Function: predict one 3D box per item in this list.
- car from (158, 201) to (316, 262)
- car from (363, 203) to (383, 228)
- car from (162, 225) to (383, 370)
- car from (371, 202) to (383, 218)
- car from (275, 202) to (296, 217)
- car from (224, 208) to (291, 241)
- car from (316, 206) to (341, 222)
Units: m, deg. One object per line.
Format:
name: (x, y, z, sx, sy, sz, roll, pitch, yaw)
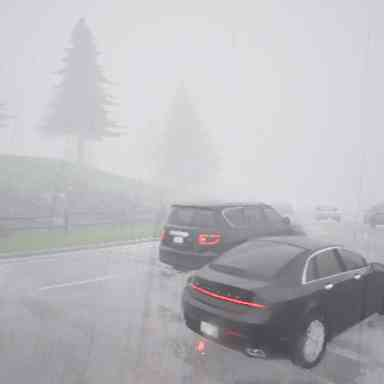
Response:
car: (1.481, 1.306, 10.131, 2.150, 2.045, 5.566, 0, 0, 43)
car: (13.827, 1.777, 24.322, 2.128, 1.511, 4.902, 0, 0, 20)
car: (2.001, 1.561, 5.913, 4.892, 1.490, 1.837, 2, 0, -43)
car: (20.730, 1.896, 35.368, 1.882, 1.535, 5.008, 0, 0, 14)
car: (10.543, 1.908, 37.876, 2.033, 1.411, 5.357, 0, 0, 13)
car: (3.951, 1.718, 19.057, 2.033, 1.411, 5.357, 0, 0, 31)
car: (12.058, 1.913, 29.915, 1.895, 1.301, 4.718, 0, 0, 16)
